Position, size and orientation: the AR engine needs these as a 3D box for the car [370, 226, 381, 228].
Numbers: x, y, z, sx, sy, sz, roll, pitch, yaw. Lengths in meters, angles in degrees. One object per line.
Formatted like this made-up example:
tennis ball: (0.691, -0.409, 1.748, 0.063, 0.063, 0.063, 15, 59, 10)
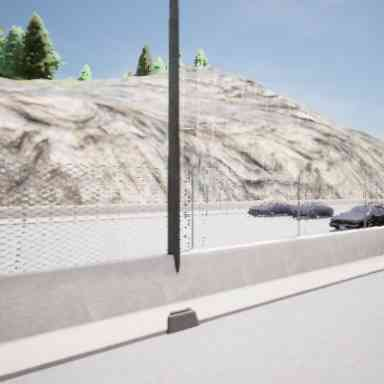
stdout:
car: (10.548, 1.546, 20.115, 5.357, 1.411, 2.033, 0, 0, -35)
